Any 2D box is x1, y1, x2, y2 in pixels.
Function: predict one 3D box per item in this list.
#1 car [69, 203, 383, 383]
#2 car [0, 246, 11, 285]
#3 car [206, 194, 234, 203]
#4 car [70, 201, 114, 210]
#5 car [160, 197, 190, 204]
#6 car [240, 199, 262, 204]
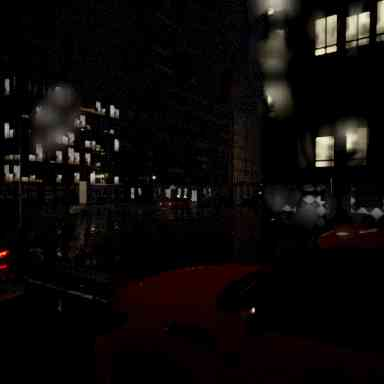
[{"bbox_3d":[1.707,1.222,2.468,5.566,2.045,2.150,0,0,35],"label":"car"},{"bbox_3d":[-6.195,1.522,8.086,4.674,1.442,1.812,0,0,35],"label":"car"},{"bbox_3d":[4.389,1.406,51.659,2.150,2.045,5.566,1,0,37],"label":"car"},{"bbox_3d":[-9.746,1.603,32.722,1.812,1.442,4.674,1,0,37],"label":"car"},{"bbox_3d":[-2.172,1.487,42.898,2.097,1.767,4.553,1,0,37],"label":"car"},{"bbox_3d":[9.507,1.778,53.250,2.033,1.411,5.357,1,0,37],"label":"car"}]
